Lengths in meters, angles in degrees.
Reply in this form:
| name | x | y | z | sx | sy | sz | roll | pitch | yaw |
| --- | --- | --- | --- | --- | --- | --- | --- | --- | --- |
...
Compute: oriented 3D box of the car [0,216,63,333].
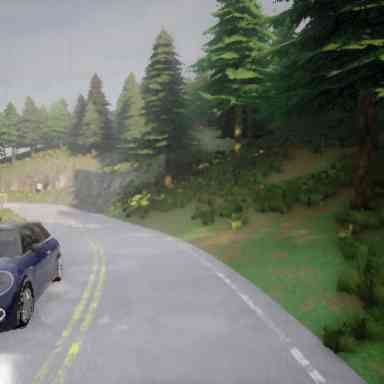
| name | x | y | z | sx | sy | sz | roll | pitch | yaw |
| --- | --- | --- | --- | --- | --- | --- | --- | --- | --- |
| car | -4.140 | 1.463 | 6.891 | 2.097 | 1.767 | 4.553 | -2 | 0 | -11 |
